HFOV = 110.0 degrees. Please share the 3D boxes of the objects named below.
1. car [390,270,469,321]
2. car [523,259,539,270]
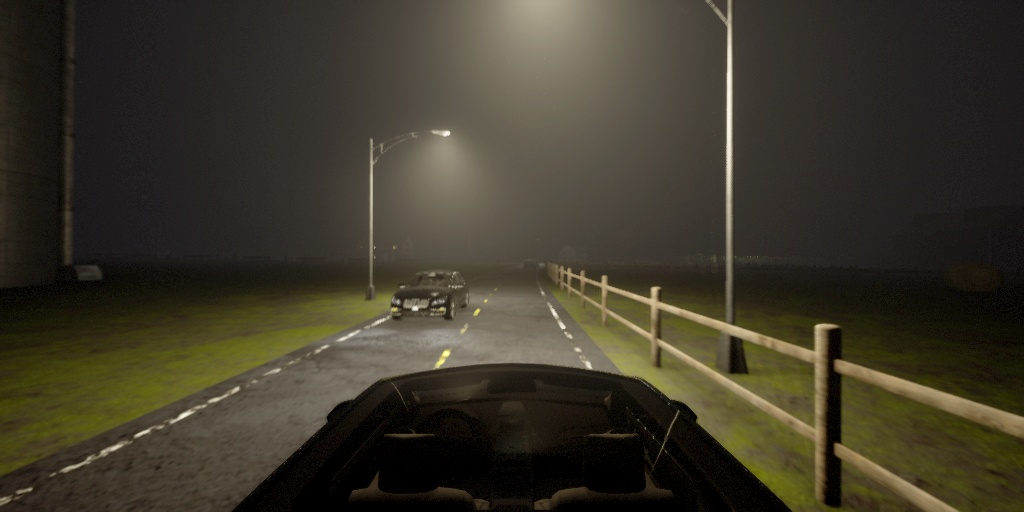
[{"bbox_3d":[-2.673,1.267,12.584,1.837,1.490,4.892,0,-1,2],"label":"car"},{"bbox_3d":[2.842,1.328,56.814,1.882,1.535,5.008,0,0,6],"label":"car"}]
